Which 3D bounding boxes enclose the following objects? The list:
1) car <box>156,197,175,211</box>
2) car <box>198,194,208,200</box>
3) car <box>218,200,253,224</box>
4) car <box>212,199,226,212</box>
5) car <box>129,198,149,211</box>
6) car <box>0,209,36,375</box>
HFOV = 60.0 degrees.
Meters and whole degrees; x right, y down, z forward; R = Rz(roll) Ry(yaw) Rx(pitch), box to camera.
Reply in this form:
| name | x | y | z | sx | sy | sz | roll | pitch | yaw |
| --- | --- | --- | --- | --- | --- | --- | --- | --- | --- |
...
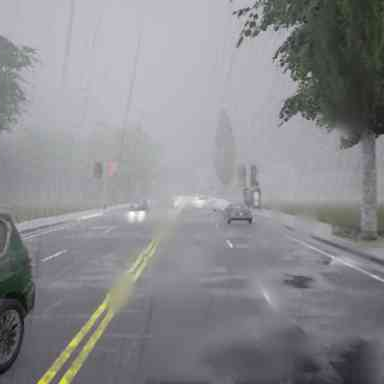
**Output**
| name | x | y | z | sx | sy | sz | roll | pitch | yaw |
| --- | --- | --- | --- | --- | --- | --- | --- | --- | --- |
| car | -3.270 | 1.375 | 41.829 | 2.097 | 1.767 | 4.553 | 0 | 0 | 0 |
| car | 3.376 | 1.579 | 92.660 | 2.128 | 1.511 | 4.902 | 0 | 0 | 0 |
| car | 3.385 | 1.572 | 25.318 | 2.033 | 1.411 | 5.357 | 0 | 0 | 0 |
| car | 3.414 | 1.561 | 39.306 | 1.812 | 1.442 | 4.674 | 0 | 0 | 0 |
| car | -6.523 | 1.506 | 41.259 | 2.128 | 1.511 | 4.902 | 0 | 0 | 0 |
| car | -3.344 | 1.216 | 2.631 | 2.150 | 2.045 | 5.566 | 0 | 0 | 0 |
